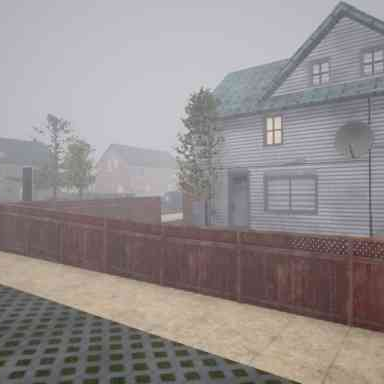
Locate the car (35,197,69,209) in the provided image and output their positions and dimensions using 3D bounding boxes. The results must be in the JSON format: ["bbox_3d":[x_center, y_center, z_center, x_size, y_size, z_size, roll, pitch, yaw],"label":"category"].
[{"bbox_3d":[-10.121,1.146,23.261,2.128,1.511,4.902,-1,1,36],"label":"car"}]

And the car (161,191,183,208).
[{"bbox_3d":[-1.971,0.671,34.605,2.097,1.767,4.553,-1,1,36],"label":"car"}]
